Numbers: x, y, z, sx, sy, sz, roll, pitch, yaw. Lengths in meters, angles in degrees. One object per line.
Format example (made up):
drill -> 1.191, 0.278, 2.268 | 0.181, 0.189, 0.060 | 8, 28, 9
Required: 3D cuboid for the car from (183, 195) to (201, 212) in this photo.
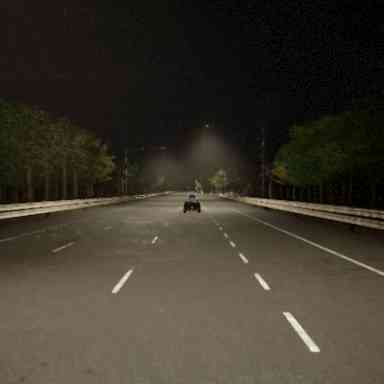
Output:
car -> 0.014, 1.467, 38.351 | 2.128, 1.511, 4.902 | 0, 0, 0
